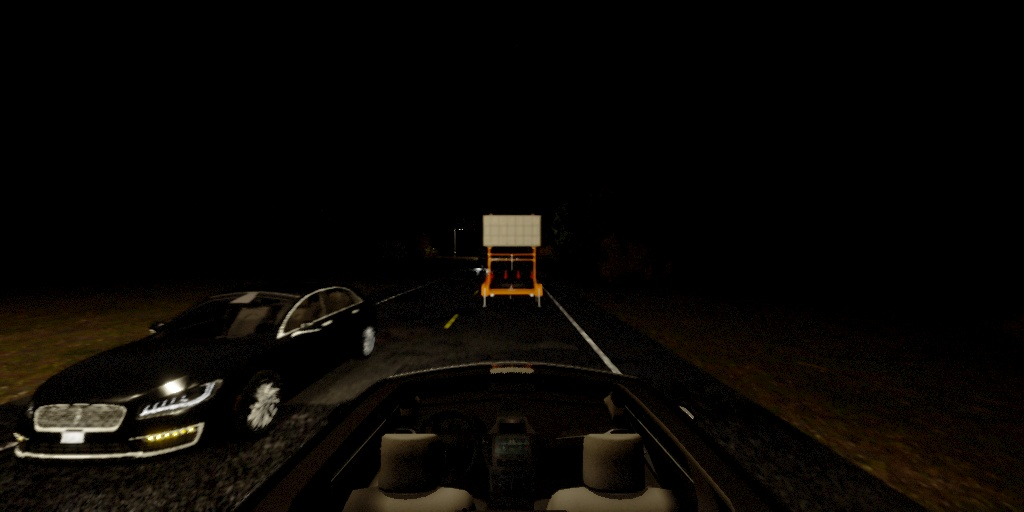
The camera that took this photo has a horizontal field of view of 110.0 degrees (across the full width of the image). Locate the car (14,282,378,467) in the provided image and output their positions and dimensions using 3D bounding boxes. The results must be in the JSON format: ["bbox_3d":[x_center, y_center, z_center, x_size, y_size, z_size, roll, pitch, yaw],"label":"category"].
[{"bbox_3d":[-3.597,1.209,5.364,1.837,1.490,4.892,0,1,0],"label":"car"}]

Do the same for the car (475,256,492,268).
[{"bbox_3d":[-3.573,0.762,45.735,2.033,1.411,5.357,0,1,0],"label":"car"}]

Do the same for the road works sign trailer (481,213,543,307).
[{"bbox_3d":[0.001,0.054,14.537,2.380,3.560,2.880,0,0,0],"label":"road works sign trailer"}]
